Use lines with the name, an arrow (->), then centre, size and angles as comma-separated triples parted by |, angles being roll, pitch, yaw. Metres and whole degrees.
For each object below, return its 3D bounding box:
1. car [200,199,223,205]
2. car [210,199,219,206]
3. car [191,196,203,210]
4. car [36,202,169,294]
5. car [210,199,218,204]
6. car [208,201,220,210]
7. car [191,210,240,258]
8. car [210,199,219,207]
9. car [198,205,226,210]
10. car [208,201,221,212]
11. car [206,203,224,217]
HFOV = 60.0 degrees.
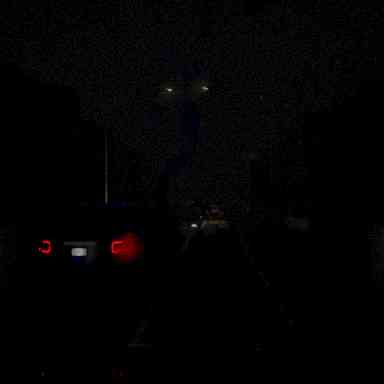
car -> 2.039, 1.676, 29.883 | 1.967, 1.590, 4.097 | 0, -1, 4
car -> 4.667, 2.237, 69.513 | 1.887, 1.381, 4.507 | 0, -1, 4
car -> 0.985, 1.721, 52.499 | 2.150, 2.045, 5.566 | 0, -1, 4
car -> -1.992, 1.269, 9.064 | 2.150, 2.045, 5.566 | 0, -1, 4
car -> 5.793, 2.464, 86.498 | 2.008, 1.369, 4.403 | 0, -1, 4
car -> 3.541, 2.068, 52.528 | 1.802, 1.307, 4.206 | 0, -1, 4
car -> 0.913, 1.619, 12.896 | 2.008, 1.369, 4.403 | 0, -1, 4
car -> 4.303, 2.150, 64.021 | 1.752, 1.417, 4.829 | 0, -1, 4
car -> 1.300, 1.649, 18.728 | 1.752, 1.417, 4.829 | 0, -1, 4
car -> 3.176, 1.948, 47.036 | 1.752, 1.417, 4.829 | 0, -1, 4
car -> 2.414, 1.878, 35.542 | 1.802, 1.307, 4.206 | 0, -1, 4
